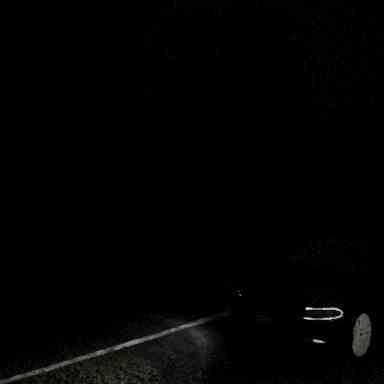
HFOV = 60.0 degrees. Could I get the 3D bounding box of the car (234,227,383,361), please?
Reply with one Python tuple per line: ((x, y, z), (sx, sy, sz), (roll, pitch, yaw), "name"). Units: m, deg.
((2.908, 1.466, 6.136), (5.008, 1.535, 1.882), (0, 0, -40), "car")
